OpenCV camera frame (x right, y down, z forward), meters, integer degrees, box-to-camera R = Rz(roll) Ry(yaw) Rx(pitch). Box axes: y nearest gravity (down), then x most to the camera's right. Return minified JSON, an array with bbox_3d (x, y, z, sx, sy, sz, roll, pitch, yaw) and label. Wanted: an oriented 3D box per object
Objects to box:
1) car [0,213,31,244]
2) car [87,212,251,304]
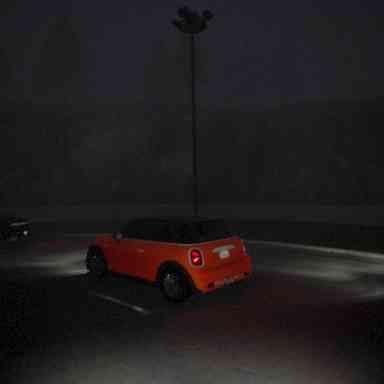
[{"bbox_3d":[-9.933,1.675,15.051,4.902,1.511,2.128,-1,0,1],"label":"car"},{"bbox_3d":[-0.825,1.362,8.522,4.553,1.767,2.097,-1,0,45],"label":"car"}]
